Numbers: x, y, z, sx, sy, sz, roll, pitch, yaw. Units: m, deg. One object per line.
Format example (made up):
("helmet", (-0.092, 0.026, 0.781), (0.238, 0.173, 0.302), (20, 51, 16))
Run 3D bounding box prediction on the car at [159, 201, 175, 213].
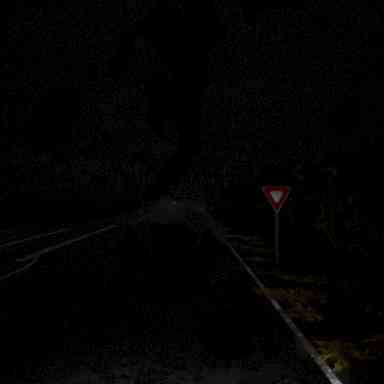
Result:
("car", (-3.536, 2.012, 47.753), (2.097, 1.767, 4.553), (0, -1, 0))
